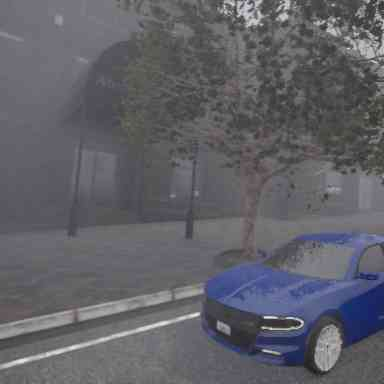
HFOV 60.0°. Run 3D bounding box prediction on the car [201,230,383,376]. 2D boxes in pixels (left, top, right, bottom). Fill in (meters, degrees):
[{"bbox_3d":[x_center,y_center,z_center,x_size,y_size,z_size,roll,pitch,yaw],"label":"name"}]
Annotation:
[{"bbox_3d":[2.437,1.471,5.736,5.008,1.535,1.882,0,0,-36],"label":"car"}]
